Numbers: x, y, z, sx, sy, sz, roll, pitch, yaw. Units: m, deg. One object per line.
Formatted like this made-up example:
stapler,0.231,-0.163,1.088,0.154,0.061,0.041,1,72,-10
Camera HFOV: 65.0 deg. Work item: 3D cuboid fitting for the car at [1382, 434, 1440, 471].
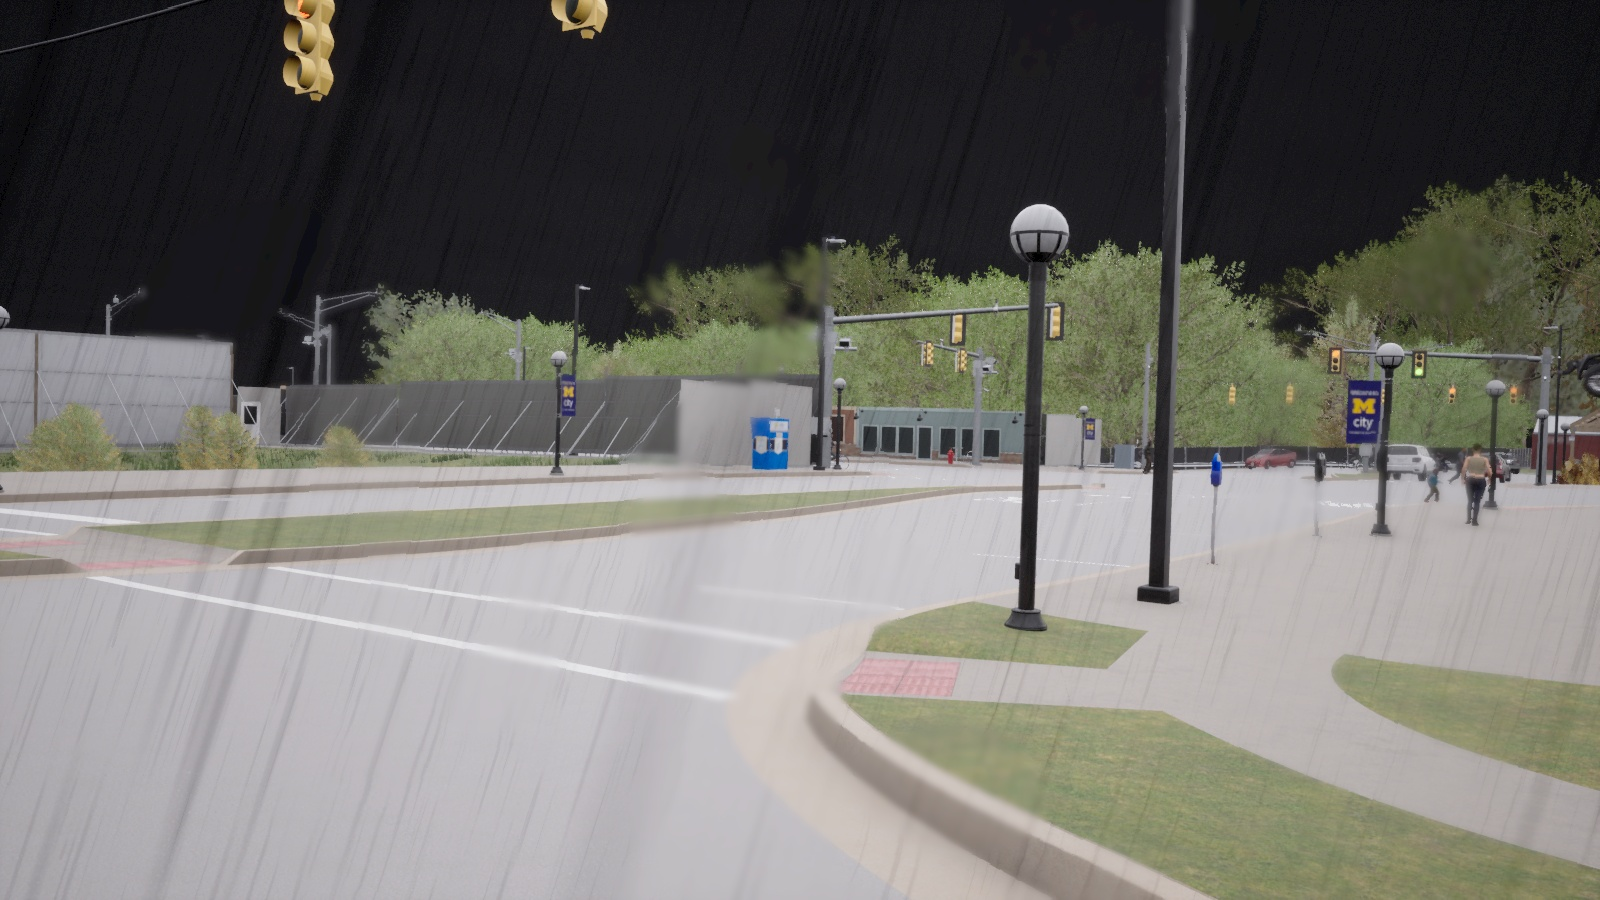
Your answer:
car,35.005,0.158,71.878,2.150,2.045,5.566,0,0,35

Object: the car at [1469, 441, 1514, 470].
car,40.738,0.293,73.917,1.851,1.617,3.988,0,1,36

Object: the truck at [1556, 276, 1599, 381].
truck,30.165,-4.364,42.205,7.936,3.462,2.891,-3,2,32

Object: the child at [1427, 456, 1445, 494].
child,20.395,0.813,40.281,0.448,1.192,0.343,2,2,36

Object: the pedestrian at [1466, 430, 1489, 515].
pedestrian,15.004,0.488,27.816,0.345,1.836,0.594,2,2,34

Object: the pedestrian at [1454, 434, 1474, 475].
pedestrian,30.317,0.179,57.340,0.694,1.848,0.540,2,2,38

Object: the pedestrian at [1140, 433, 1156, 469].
pedestrian,18.722,0.050,67.487,0.692,1.930,0.395,2,2,41
